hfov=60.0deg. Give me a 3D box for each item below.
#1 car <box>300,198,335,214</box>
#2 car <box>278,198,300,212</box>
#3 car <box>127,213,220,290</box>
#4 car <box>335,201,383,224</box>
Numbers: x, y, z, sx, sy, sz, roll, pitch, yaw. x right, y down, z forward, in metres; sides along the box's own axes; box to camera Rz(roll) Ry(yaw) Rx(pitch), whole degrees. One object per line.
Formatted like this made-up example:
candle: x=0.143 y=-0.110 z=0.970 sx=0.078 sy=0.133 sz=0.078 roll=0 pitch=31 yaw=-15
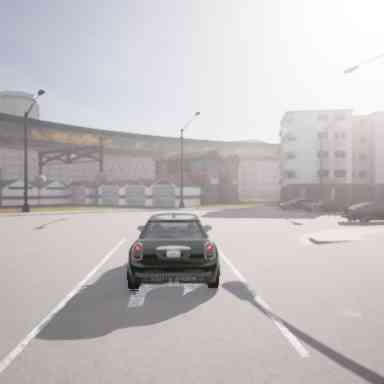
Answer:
car: x=13.987 y=1.535 z=34.814 sx=4.181 sy=1.385 sz=1.994 roll=0 pitch=0 yaw=-2
car: x=12.412 y=1.479 z=38.210 sx=4.892 sy=1.490 sz=1.837 roll=0 pitch=-1 yaw=-4
car: x=-0.484 y=1.350 z=9.284 sx=2.097 sy=1.767 sz=4.553 roll=0 pitch=0 yaw=-2
car: x=13.303 y=1.500 z=24.206 sx=4.674 sy=1.442 sz=1.812 roll=0 pitch=0 yaw=-5
